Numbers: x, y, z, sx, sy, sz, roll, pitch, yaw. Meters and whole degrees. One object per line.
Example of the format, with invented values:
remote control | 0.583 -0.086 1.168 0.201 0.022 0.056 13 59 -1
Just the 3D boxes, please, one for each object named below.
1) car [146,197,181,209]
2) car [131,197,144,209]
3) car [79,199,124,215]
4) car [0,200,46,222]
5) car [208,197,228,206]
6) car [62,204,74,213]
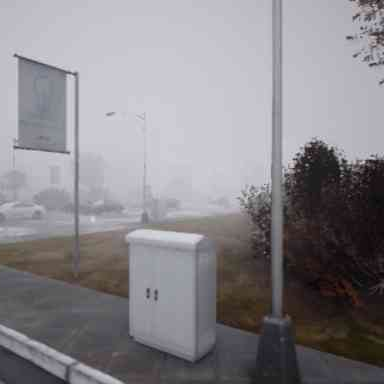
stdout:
car | -3.318 1.448 42.292 2.128 1.511 4.902 0 0 32
car | -6.100 1.442 44.434 2.128 1.511 4.902 0 0 33
car | -8.873 1.484 33.526 1.812 1.442 4.674 0 0 32
car | -13.735 1.486 25.839 1.812 1.442 4.674 0 0 33
car | 4.302 1.478 54.167 1.812 1.442 4.674 0 0 33
car | -11.557 1.554 35.836 1.895 1.301 4.718 0 0 32
